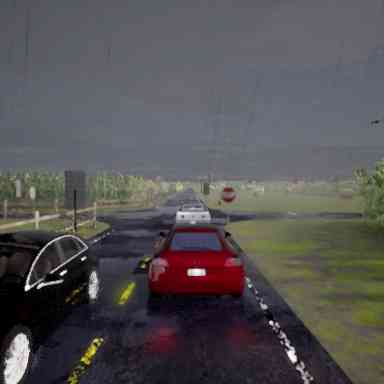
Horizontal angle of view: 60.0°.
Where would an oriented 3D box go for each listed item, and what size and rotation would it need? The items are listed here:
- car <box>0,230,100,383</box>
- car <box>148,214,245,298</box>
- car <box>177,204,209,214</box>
[{"bbox_3d":[-2.842,1.452,5.171,1.837,1.490,4.892,0,1,0],"label":"car"},{"bbox_3d":[0.080,1.478,8.321,1.994,1.385,4.181,0,0,0],"label":"car"},{"bbox_3d":[0.048,1.389,20.704,1.895,1.301,4.718,0,0,0],"label":"car"}]
